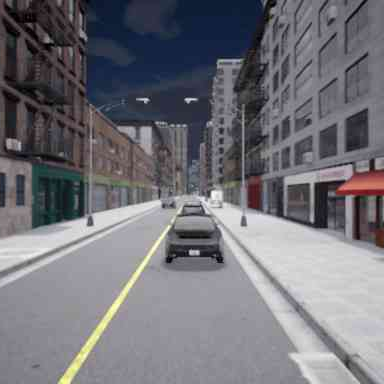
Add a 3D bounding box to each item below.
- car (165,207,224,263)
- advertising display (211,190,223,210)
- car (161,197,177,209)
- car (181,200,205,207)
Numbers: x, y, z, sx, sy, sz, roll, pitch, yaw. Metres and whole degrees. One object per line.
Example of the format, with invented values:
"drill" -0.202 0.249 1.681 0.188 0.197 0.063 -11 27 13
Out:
"car" 0.083 1.487 11.931 1.837 1.490 4.892 0 0 0
"advertising display" 3.137 0.996 41.978 1.540 2.440 0.280 0 0 0
"car" -3.078 1.477 44.476 1.837 1.490 4.892 0 0 0
"car" 0.089 1.462 28.480 2.128 1.511 4.902 0 0 0
